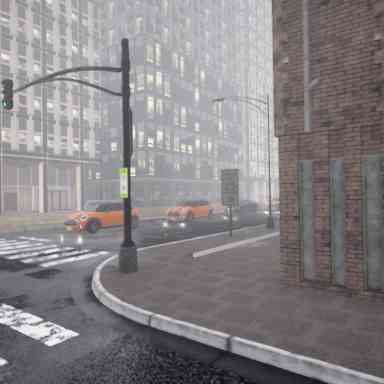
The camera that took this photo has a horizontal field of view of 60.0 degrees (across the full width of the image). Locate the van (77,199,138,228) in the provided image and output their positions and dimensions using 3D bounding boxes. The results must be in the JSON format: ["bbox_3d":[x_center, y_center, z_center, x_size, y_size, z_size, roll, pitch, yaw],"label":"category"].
[{"bbox_3d":[-5.894,1.455,23.492,1.690,1.788,3.998,-2,-1,36],"label":"van"}]

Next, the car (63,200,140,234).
[{"bbox_3d":[-5.335,1.411,19.892,2.097,1.767,4.553,-1,-1,37],"label":"car"}]

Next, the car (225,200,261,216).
[{"bbox_3d":[5.151,1.585,34.341,2.128,1.511,4.902,-1,-1,36],"label":"car"}]

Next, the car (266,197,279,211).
[{"bbox_3d":[11.095,1.466,42.521,2.097,1.767,4.553,-1,-1,36],"label":"car"}]

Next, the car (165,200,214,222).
[{"bbox_3d":[-0.127,1.428,27.047,2.097,1.767,4.553,-1,-1,36],"label":"car"}]
